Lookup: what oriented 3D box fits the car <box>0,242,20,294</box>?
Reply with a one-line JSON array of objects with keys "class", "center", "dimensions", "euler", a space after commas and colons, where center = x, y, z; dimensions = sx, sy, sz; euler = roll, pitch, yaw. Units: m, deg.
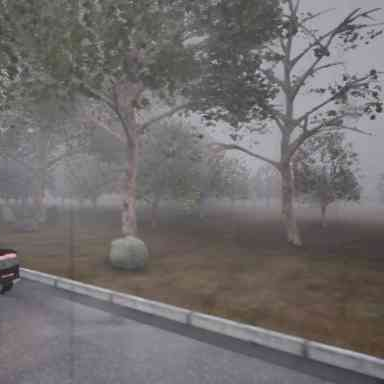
[{"class": "car", "center": [-5.842, 1.520, 7.606], "dimensions": [4.902, 1.511, 2.128], "euler": [0, 0, 36]}]
